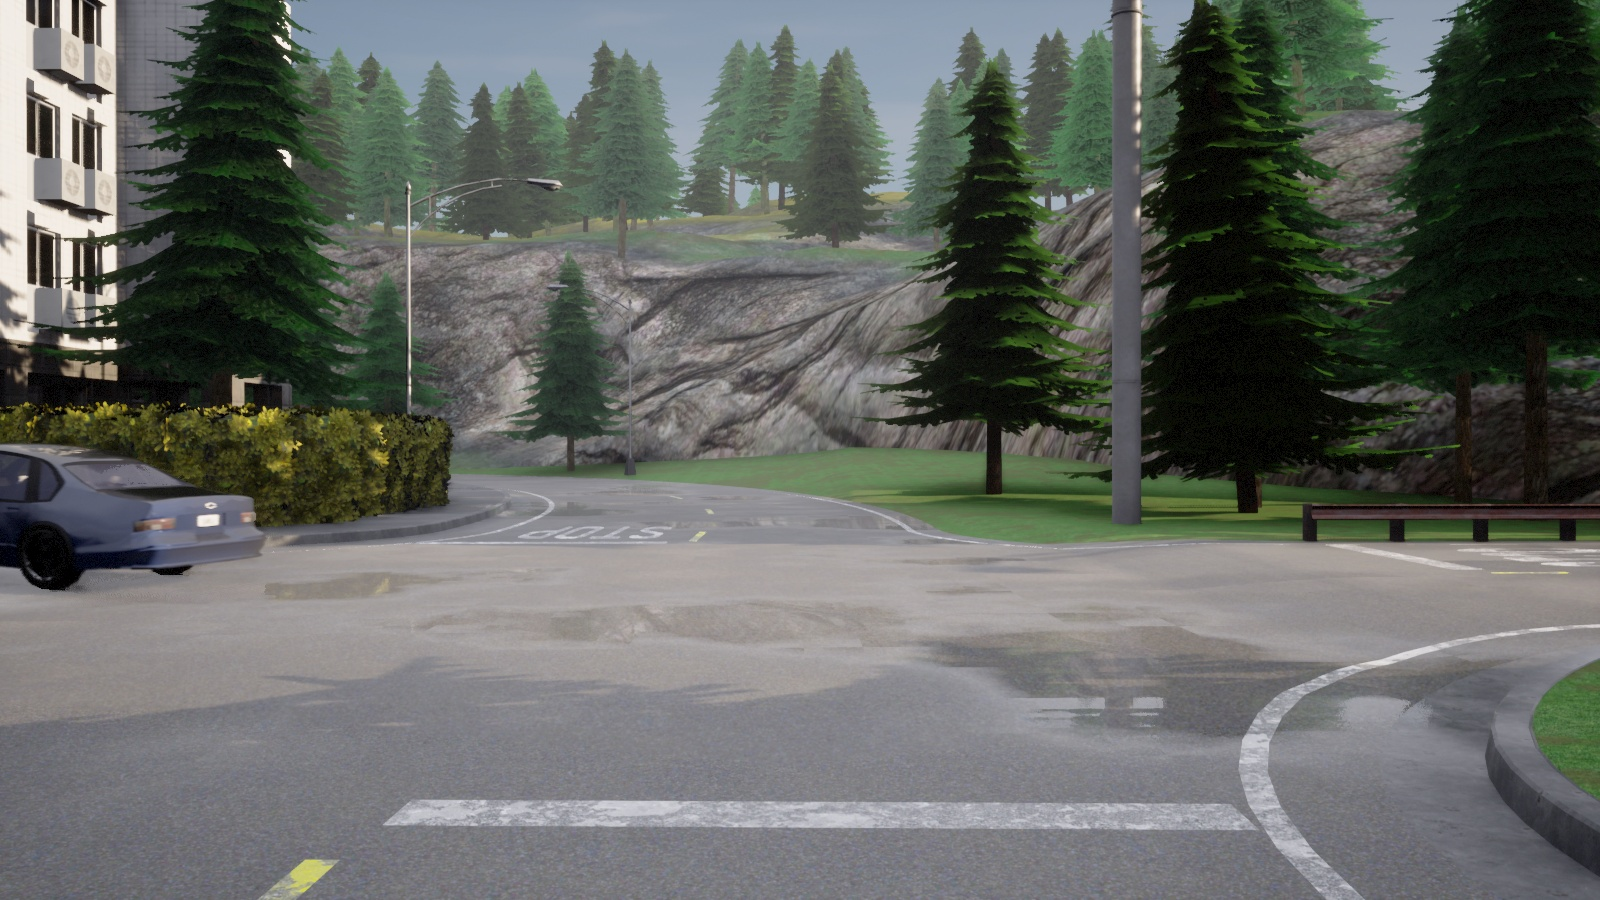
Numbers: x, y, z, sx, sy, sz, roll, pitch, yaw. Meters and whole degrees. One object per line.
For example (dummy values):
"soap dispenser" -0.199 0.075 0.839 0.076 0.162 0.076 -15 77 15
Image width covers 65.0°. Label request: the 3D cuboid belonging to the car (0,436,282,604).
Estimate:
"car" -8.681 0.618 13.811 5.357 1.411 2.033 4 1 16
